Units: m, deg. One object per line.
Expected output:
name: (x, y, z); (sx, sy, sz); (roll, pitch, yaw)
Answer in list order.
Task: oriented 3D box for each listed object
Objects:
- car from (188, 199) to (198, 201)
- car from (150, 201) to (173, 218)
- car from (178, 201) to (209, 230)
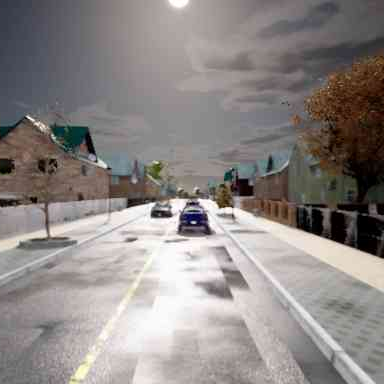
car: (0.096, 1.617, 41.639); (1.812, 1.442, 4.674); (0, 0, 0)
car: (-2.783, 1.605, 31.442); (2.033, 1.411, 5.357); (0, 0, 0)
car: (0.098, 1.555, 21.058); (1.812, 1.442, 4.674); (0, 0, 0)
